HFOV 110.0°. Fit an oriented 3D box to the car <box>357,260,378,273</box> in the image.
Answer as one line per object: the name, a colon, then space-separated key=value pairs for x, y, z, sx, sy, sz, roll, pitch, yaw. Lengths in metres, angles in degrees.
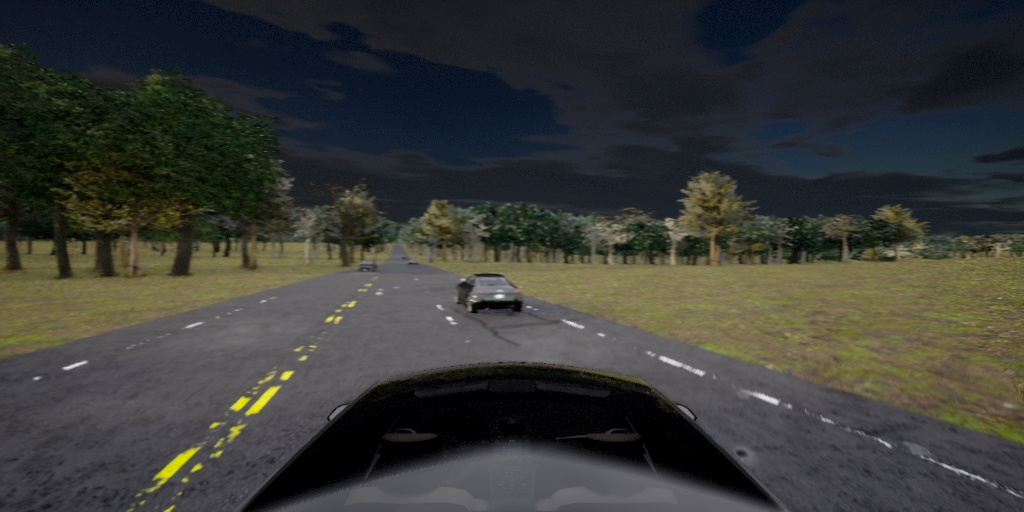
car: x=-17.658 y=1.259 z=44.161 sx=2.033 sy=1.411 sz=5.357 roll=1 pitch=0 yaw=-14

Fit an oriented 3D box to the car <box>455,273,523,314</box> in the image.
car: x=-1.042 y=1.374 z=14.331 sx=1.994 sy=1.385 sz=4.181 roll=1 pitch=0 yaw=-18
